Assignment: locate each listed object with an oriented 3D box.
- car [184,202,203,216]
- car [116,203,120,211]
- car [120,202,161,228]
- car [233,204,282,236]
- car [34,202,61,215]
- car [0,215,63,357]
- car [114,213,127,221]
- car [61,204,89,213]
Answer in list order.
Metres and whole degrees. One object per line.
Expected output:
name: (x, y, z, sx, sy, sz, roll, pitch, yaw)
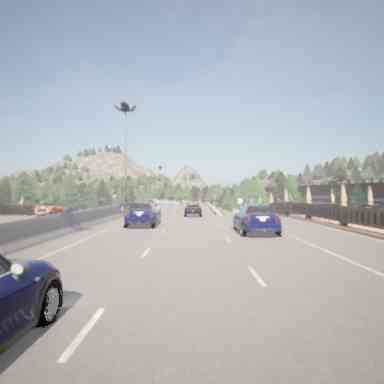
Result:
car: (0.118, 1.884, 36.399, 2.128, 1.511, 4.902, 0, -3, 0)
car: (-10.536, 2.656, 50.709, 2.150, 2.045, 5.566, 0, -5, 0)
car: (-3.388, 1.461, 23.489, 2.097, 1.767, 4.553, 0, 0, 0)
car: (3.609, 1.439, 19.061, 2.097, 1.767, 4.553, 0, 0, 0)
car: (-17.560, 2.004, 41.094, 2.097, 1.767, 4.553, 0, -4, 0)
car: (-3.402, 1.373, 4.254, 2.097, 1.767, 4.553, 0, 0, 0)
car: (-17.462, 6.172, 81.622, 2.097, 1.767, 4.553, 0, -6, 0)
car: (-14.061, 2.224, 41.214, 1.994, 1.385, 4.181, 0, -4, 0)
